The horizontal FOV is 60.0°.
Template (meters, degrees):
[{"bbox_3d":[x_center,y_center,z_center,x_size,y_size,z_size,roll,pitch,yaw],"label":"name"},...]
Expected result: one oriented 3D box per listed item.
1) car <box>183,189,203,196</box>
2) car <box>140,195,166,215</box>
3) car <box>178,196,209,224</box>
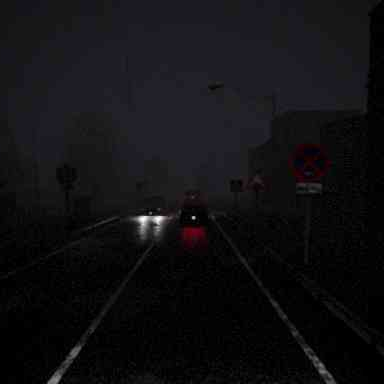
[{"bbox_3d":[0.098,0.645,40.809,2.150,2.045,5.566,0,1,0],"label":"car"},{"bbox_3d":[-3.324,1.011,29.484,2.033,1.411,5.357,0,7,0],"label":"car"},{"bbox_3d":[0.102,1.274,22.884,1.837,1.490,4.892,0,1,0],"label":"car"}]
